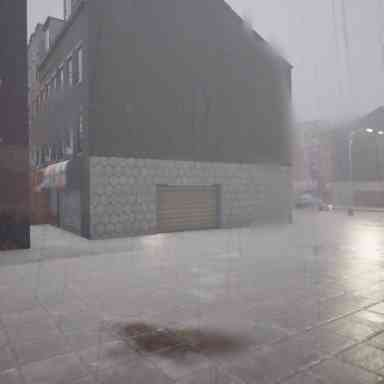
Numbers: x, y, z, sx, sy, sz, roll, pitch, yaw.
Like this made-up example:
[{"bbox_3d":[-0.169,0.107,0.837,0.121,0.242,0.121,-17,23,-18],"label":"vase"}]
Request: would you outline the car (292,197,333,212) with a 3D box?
[{"bbox_3d":[12.366,1.291,35.062,2.128,1.511,4.902,-1,1,-35],"label":"car"}]
